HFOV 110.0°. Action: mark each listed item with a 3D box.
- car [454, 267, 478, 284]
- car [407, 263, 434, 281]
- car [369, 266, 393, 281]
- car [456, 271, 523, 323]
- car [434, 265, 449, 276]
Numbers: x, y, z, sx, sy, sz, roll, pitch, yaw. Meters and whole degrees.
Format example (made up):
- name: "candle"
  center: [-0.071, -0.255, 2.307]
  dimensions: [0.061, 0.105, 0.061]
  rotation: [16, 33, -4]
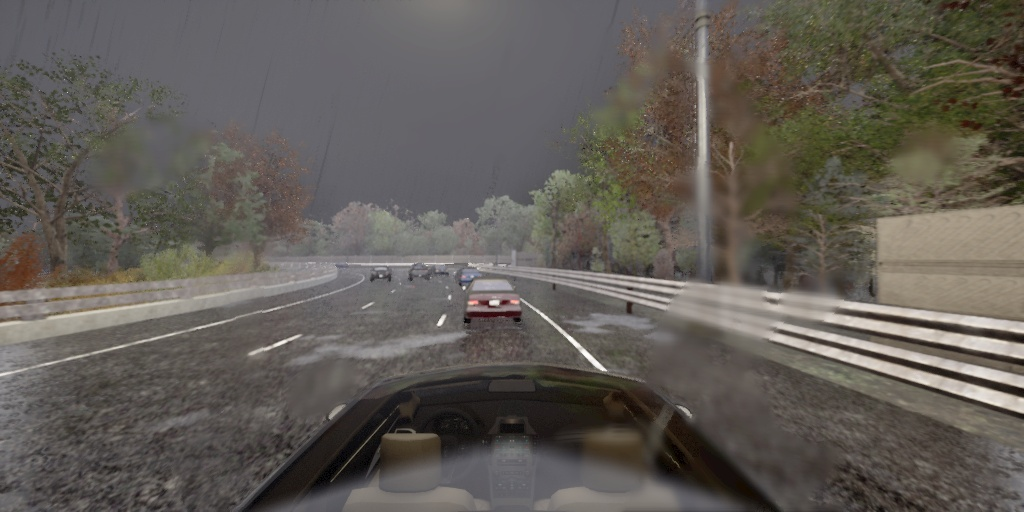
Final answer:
- name: "car"
  center: [-3.536, 1.609, 28.806]
  dimensions: [2.033, 1.411, 5.357]
  rotation: [0, -1, -14]
- name: "car"
  center: [-9.365, 1.647, 35.851]
  dimensions: [2.128, 1.511, 4.902]
  rotation: [0, -1, -19]
- name: "car"
  center: [-12.870, 1.685, 35.321]
  dimensions: [1.812, 1.442, 4.674]
  rotation: [0, -1, -19]
- name: "car"
  center: [-0.785, 1.424, 12.815]
  dimensions: [2.033, 1.411, 5.357]
  rotation: [0, -1, -6]
- name: "car"
  center: [-9.424, 1.812, 45.616]
  dimensions: [2.033, 1.411, 5.357]
  rotation: [0, -1, -23]
